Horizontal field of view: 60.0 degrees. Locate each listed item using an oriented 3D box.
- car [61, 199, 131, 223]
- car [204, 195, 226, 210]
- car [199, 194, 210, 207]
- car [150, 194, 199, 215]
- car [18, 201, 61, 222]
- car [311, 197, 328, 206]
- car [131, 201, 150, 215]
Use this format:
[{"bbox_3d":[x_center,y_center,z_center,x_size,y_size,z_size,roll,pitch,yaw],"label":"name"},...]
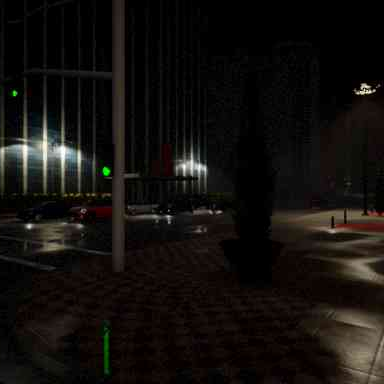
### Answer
[{"bbox_3d":[-7.400,1.352,25.952,2.097,1.767,4.553,0,0,35],"label":"car"},{"bbox_3d":[4.129,1.491,42.470,2.128,1.511,4.902,0,0,35],"label":"car"},{"bbox_3d":[0.560,1.221,43.472,2.150,2.045,5.566,0,0,35],"label":"car"},{"bbox_3d":[-1.711,1.352,34.113,2.097,1.767,4.553,0,0,35],"label":"car"},{"bbox_3d":[-11.235,1.477,26.574,1.882,1.535,5.008,0,0,35],"label":"car"},{"bbox_3d":[20.509,1.504,53.416,1.837,1.490,4.892,0,0,35],"label":"car"},{"bbox_3d":[-5.573,1.600,34.699,1.895,1.301,4.718,0,0,35],"label":"car"}]
